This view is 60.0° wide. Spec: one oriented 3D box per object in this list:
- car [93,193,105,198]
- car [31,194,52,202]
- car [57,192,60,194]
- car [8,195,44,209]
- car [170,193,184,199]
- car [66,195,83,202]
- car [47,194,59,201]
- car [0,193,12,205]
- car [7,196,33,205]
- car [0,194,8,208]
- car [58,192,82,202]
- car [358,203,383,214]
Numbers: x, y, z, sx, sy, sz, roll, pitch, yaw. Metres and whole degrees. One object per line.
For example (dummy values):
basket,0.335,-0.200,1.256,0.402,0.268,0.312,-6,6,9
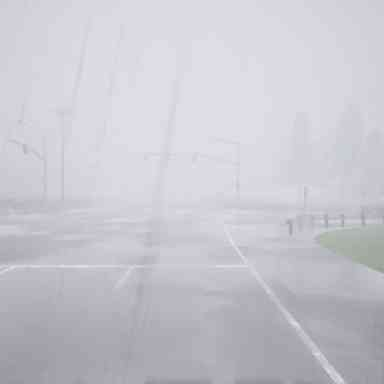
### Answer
car,-21.504,1.039,76.990,2.097,1.767,4.553,0,0,-7
car,-31.629,1.254,70.142,2.033,1.411,5.357,0,0,0
car,-28.135,1.210,71.082,1.837,1.490,4.892,0,0,0
car,-21.154,1.360,42.721,1.812,1.442,4.674,0,0,0
car,-3.891,0.959,95.132,2.097,1.767,4.553,0,0,-18
car,-24.617,1.268,69.875,1.994,1.385,4.181,0,0,0
car,-24.645,1.379,55.646,1.895,1.301,4.718,0,0,0
car,-31.635,1.136,54.329,2.097,1.767,4.553,0,0,0
car,-28.128,1.346,54.617,1.994,1.385,4.181,0,0,2
car,-24.659,1.376,44.043,2.033,1.411,5.357,0,0,0
car,-21.147,1.272,58.012,1.837,1.490,4.892,0,0,0
car,17.374,1.386,29.274,4.902,1.511,2.128,0,0,8
